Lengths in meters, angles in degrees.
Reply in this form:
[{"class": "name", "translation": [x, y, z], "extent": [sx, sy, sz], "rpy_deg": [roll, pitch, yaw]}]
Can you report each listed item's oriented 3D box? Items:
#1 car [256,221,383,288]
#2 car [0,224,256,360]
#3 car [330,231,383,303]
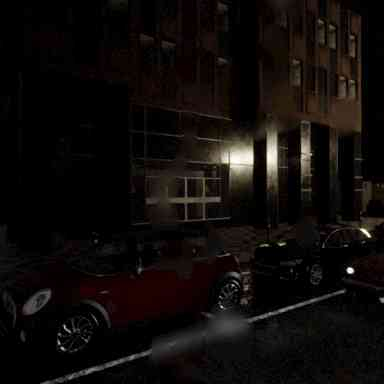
[{"class": "car", "translation": [3.487, 1.551, 9.121], "extent": [4.403, 1.369, 2.008], "rpy_deg": [0, 0, -35]}, {"class": "car", "translation": [-1.080, 1.440, 5.877], "extent": [4.097, 1.590, 1.967], "rpy_deg": [0, 0, -35]}, {"class": "car", "translation": [5.219, 1.601, 7.082], "extent": [4.718, 1.301, 1.895], "rpy_deg": [0, 0, -35]}]
